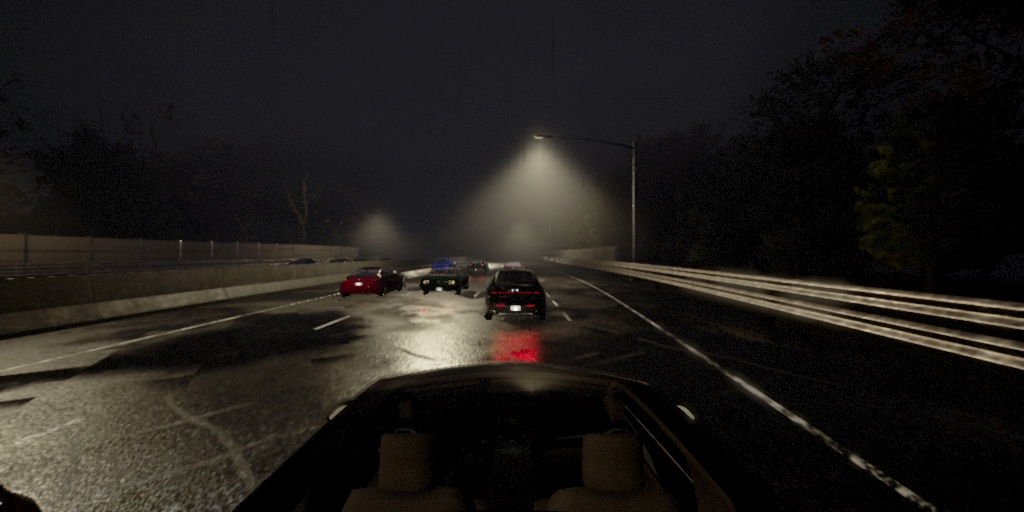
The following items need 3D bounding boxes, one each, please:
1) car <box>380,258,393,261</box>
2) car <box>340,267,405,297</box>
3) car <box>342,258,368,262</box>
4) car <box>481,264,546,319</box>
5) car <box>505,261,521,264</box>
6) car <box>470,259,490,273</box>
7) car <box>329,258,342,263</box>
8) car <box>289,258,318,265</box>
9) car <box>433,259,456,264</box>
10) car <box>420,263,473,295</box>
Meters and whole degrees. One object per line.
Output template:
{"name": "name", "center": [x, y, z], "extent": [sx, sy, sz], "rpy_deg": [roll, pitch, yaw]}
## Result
{"name": "car", "center": [-17.557, 1.019, 49.612], "extent": [1.837, 1.490, 4.892], "rpy_deg": [0, 0, 0]}
{"name": "car", "center": [-6.897, 1.224, 18.129], "extent": [1.994, 1.385, 4.181], "rpy_deg": [0, 0, 0]}
{"name": "car", "center": [-21.052, 1.039, 49.392], "extent": [1.812, 1.442, 4.674], "rpy_deg": [0, 0, 0]}
{"name": "car", "center": [0.103, 1.195, 12.483], "extent": [1.837, 1.490, 4.892], "rpy_deg": [0, 1, 0]}
{"name": "car", "center": [0.109, 1.145, 30.692], "extent": [2.033, 1.411, 5.357], "rpy_deg": [0, 0, 0]}
{"name": "car", "center": [-3.390, 1.062, 36.413], "extent": [2.128, 1.511, 4.902], "rpy_deg": [0, 0, 0]}
{"name": "car", "center": [-24.543, 1.031, 51.109], "extent": [1.812, 1.442, 4.674], "rpy_deg": [0, 0, 0]}
{"name": "car", "center": [-28.051, 1.043, 48.355], "extent": [1.812, 1.442, 4.674], "rpy_deg": [0, 0, 0]}
{"name": "car", "center": [-6.891, 1.047, 36.742], "extent": [1.882, 1.535, 5.008], "rpy_deg": [0, 0, 0]}
{"name": "car", "center": [-3.393, 1.256, 18.973], "extent": [1.895, 1.301, 4.718], "rpy_deg": [0, 0, 0]}
